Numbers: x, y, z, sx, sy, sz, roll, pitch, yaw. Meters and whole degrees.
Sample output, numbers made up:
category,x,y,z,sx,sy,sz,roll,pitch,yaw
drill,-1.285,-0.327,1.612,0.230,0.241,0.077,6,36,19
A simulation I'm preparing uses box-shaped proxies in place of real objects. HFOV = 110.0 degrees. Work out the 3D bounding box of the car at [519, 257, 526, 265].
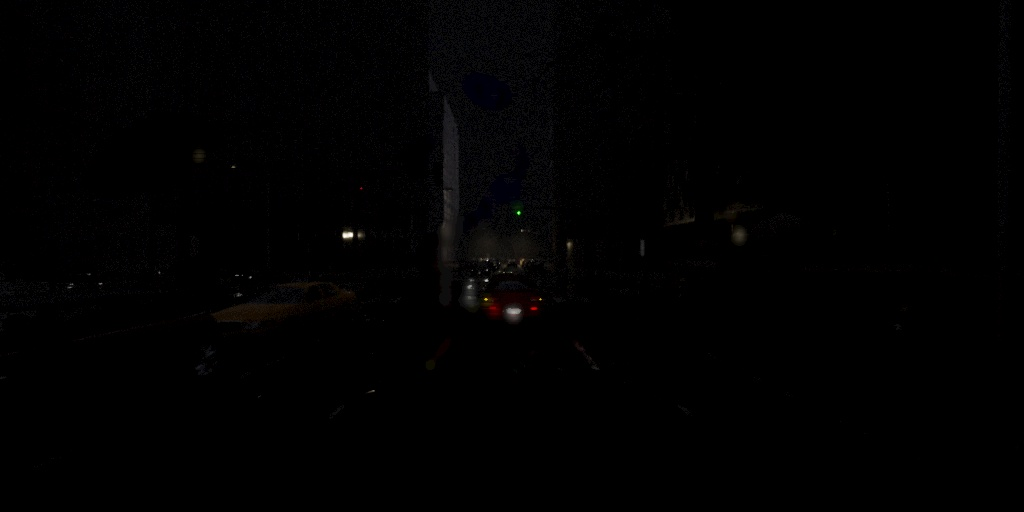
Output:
category,x,y,z,sx,sy,sz,roll,pitch,yaw
car,2.760,1.406,63.382,1.888,1.381,4.507,0,0,0

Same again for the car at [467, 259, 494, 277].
category,x,y,z,sx,sy,sz,roll,pitch,yaw
car,-3.100,1.335,36.477,1.812,1.442,4.674,0,0,0

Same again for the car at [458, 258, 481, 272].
category,x,y,z,sx,sy,sz,roll,pitch,yaw
car,-5.764,1.144,47.069,2.192,1.841,5.009,0,0,0

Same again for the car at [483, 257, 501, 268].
category,x,y,z,sx,sy,sz,roll,pitch,yaw
car,-3.035,1.339,56.550,2.128,1.511,4.902,0,0,1

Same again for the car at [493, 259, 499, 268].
category,x,y,z,sx,sy,sz,roll,pitch,yaw
car,-3.087,1.392,46.445,1.994,1.385,4.181,0,0,0

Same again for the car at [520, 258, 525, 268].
category,x,y,z,sx,sy,sz,roll,pitch,yaw
car,2.760,1.400,57.944,2.007,1.370,4.403,0,0,0

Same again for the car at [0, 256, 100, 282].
category,x,y,z,sx,sy,sz,roll,pitch,yaw
car,-27.322,0.781,21.103,4.892,1.490,1.837,1,0,0

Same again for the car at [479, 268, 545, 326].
category,x,y,z,sx,sy,sz,roll,pitch,yaw
car,-0.074,1.291,11.659,1.812,1.442,4.674,0,0,-3

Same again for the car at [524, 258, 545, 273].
category,x,y,z,sx,sy,sz,roll,pitch,yaw
car,2.761,1.258,41.631,1.967,1.591,4.097,0,0,0

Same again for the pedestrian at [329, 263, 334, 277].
category,x,y,z,sx,sy,sz,roll,pitch,yaw
pedestrian,-13.768,1.067,27.364,0.500,1.100,0.500,0,-1,0

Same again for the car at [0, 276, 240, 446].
category,x,y,z,sx,sy,sz,roll,pitch,yaw
car,-5.763,1.194,4.204,1.967,1.591,4.097,0,0,0

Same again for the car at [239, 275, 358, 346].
category,x,y,z,sx,sy,sz,roll,pitch,yaw
car,-5.763,1.288,9.491,1.751,1.417,4.829,0,0,0

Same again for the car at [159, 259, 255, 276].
category,x,y,z,sx,sy,sz,roll,pitch,yaw
car,-17.823,0.965,21.121,4.892,1.490,1.837,1,0,0
